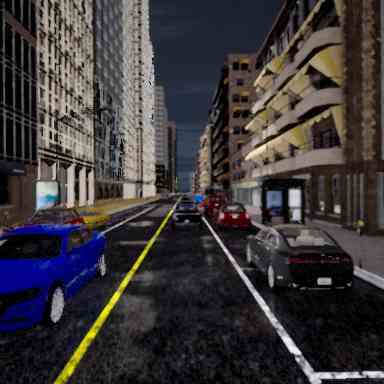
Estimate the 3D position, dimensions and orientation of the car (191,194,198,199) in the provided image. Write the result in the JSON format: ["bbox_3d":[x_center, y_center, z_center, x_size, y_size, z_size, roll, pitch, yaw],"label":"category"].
[{"bbox_3d":[0.724,1.281,93.380,1.887,1.381,4.507,0,0,-1],"label":"car"}]

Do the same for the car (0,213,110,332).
[{"bbox_3d":[-3.221,1.477,7.183,1.882,1.535,5.008,0,0,-1],"label":"car"}]

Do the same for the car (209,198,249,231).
[{"bbox_3d":[2.293,1.360,19.965,1.967,1.590,4.097,0,0,-1],"label":"car"}]

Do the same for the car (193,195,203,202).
[{"bbox_3d":[1.208,1.353,70.792,1.947,1.339,4.313,0,0,-1],"label":"car"}]

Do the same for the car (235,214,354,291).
[{"bbox_3d":[2.536,1.503,8.672,2.008,1.369,4.403,0,0,-1],"label":"car"}]

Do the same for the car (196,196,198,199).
[{"bbox_3d":[1.811,1.436,42.555,1.802,1.307,4.206,0,0,-1],"label":"car"}]

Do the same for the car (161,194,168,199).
[{"bbox_3d":[-7.654,1.380,93.201,1.802,1.307,4.206,0,0,-1],"label":"car"}]

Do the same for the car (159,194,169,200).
[{"bbox_3d":[-7.534,1.251,87.555,1.967,1.590,4.097,0,0,-1],"label":"car"}]

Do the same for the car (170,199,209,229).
[{"bbox_3d":[-0.326,1.428,21.005,2.128,1.511,4.902,0,0,-1],"label":"car"}]

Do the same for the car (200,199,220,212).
[{"bbox_3d":[1.932,1.453,36.908,1.802,1.307,4.206,0,0,-1],"label":"car"}]

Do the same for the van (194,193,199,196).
[{"bbox_3d":[1.326,1.141,65.143,1.690,1.788,3.998,0,0,-1],"label":"van"}]

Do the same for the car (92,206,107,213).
[{"bbox_3d":[-6.080,1.506,19.617,1.752,1.417,4.829,0,0,-1],"label":"car"}]

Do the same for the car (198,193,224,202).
[{"bbox_3d":[2.052,1.202,31.260,2.192,1.841,5.009,0,0,-1],"label":"car"}]

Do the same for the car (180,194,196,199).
[{"bbox_3d":[-0.743,1.387,40.054,1.837,1.490,4.892,0,1,-1],"label":"car"}]

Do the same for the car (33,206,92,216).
[{"bbox_3d":[-5.964,1.437,14.140,1.967,1.590,4.097,0,0,-1],"label":"car"}]
